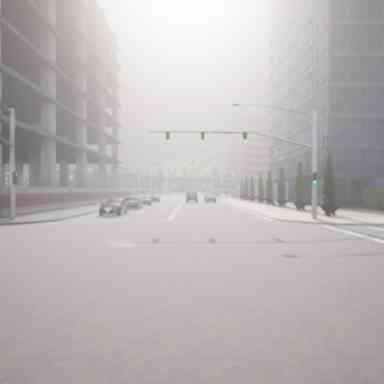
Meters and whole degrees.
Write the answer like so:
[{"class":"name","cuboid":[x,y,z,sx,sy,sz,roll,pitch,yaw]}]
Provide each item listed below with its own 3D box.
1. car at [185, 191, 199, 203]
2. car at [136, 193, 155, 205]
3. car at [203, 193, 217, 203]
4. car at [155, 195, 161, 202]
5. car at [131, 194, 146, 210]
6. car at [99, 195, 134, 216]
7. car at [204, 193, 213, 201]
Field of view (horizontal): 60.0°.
[{"class":"car","cuboid":[-0.008,0.897,60.204,2.150,2.045,5.566,0,0,0]},{"class":"car","cuboid":[-7.089,1.296,49.746,1.994,1.385,4.181,0,0,0]},{"class":"car","cuboid":[3.492,1.198,60.786,1.812,1.442,4.674,0,0,0]},{"class":"car","cuboid":[-7.008,1.262,62.968,1.895,1.301,4.718,0,0,0]},{"class":"car","cuboid":[-7.091,1.289,39.860,1.837,1.490,4.892,0,0,0]},{"class":"car","cuboid":[-7.092,1.327,30.476,2.128,1.511,4.902,0,0,0]},{"class":"car","cuboid":[3.491,1.015,70.828,1.837,1.490,4.892,0,0,0]}]
